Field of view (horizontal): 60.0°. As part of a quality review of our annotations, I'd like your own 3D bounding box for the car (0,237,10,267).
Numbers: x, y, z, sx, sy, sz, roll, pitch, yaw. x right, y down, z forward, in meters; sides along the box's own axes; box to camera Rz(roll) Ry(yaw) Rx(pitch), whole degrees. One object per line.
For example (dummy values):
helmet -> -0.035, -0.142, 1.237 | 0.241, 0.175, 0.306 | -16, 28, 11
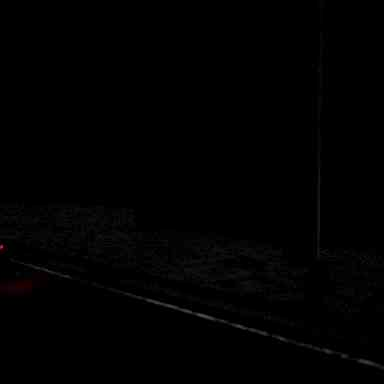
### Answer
car -> -7.027, 1.380, 9.224 | 5.357, 1.411, 2.033 | 1, 1, 38
